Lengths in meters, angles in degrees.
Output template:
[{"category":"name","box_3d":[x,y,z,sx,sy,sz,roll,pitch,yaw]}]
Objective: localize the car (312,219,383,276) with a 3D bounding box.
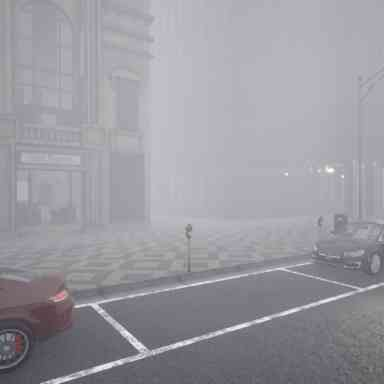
[{"category":"car","box_3d":[5.522,1.550,10.230,4.403,1.369,2.008,0,0,-34]}]

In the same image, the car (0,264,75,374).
[{"category":"car","box_3d":[-3.672,1.582,4.101,4.206,1.307,1.802,0,0,-34]}]
